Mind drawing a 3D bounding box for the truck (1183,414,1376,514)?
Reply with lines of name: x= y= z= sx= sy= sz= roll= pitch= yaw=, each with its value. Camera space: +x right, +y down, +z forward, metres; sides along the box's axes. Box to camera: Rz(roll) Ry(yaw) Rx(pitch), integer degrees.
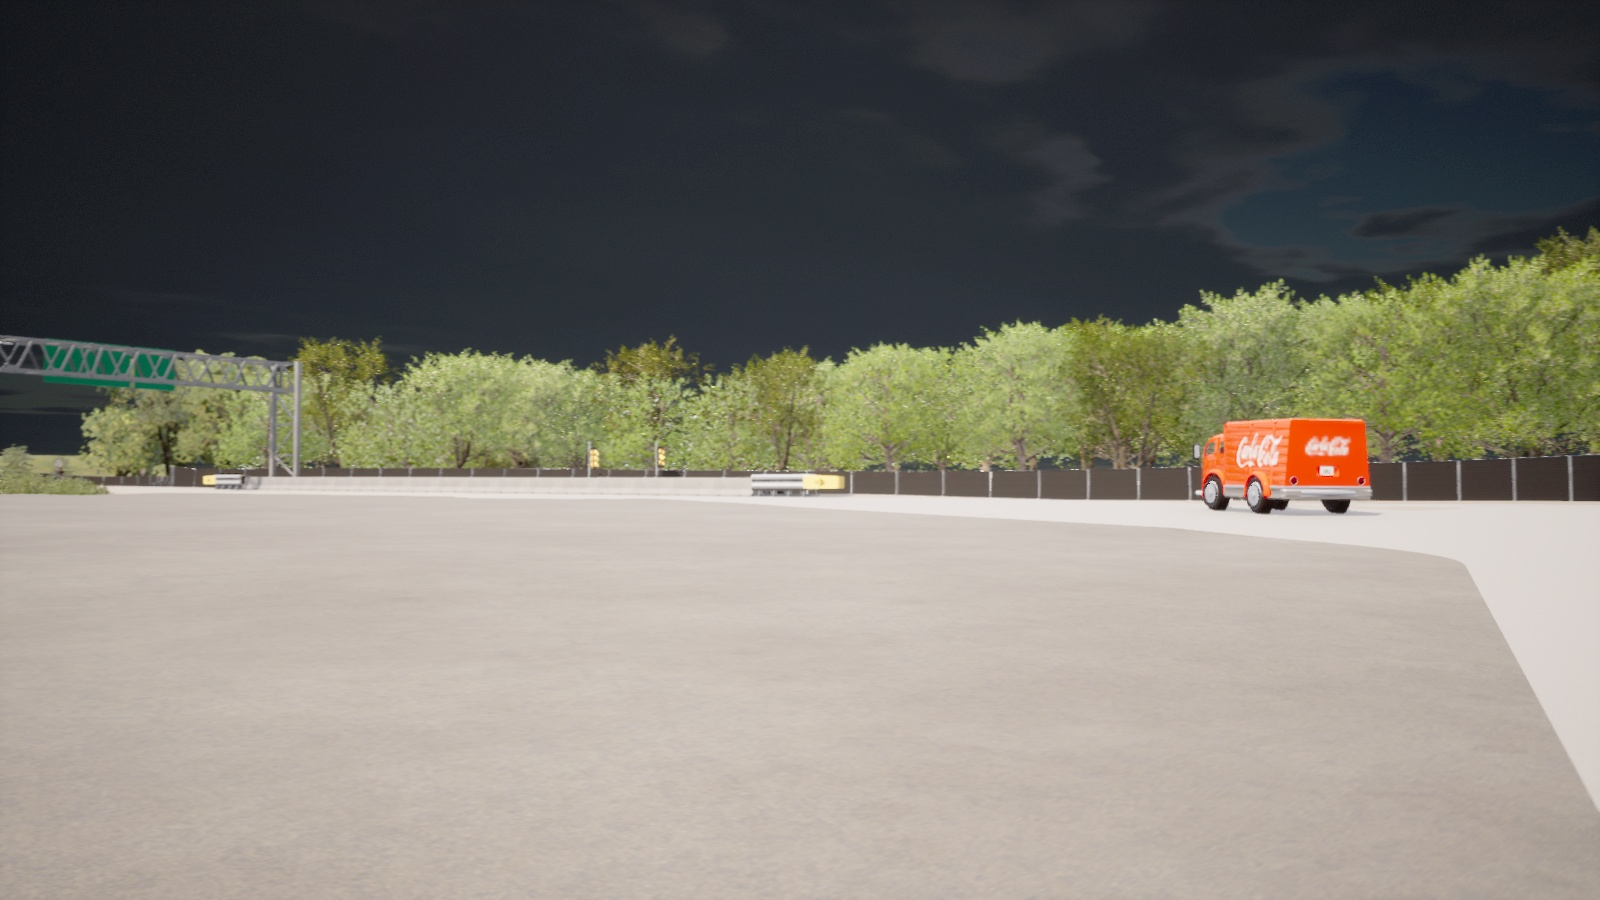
truck: x=12.783 y=0.393 z=33.940 sx=2.627 sy=2.467 sz=5.204 roll=0 pitch=-1 yaw=-9
